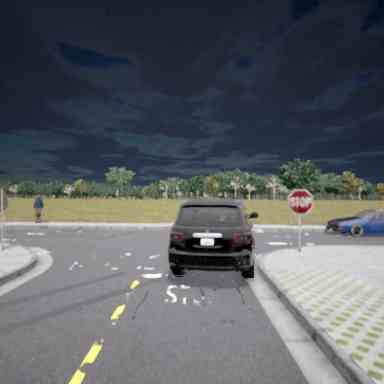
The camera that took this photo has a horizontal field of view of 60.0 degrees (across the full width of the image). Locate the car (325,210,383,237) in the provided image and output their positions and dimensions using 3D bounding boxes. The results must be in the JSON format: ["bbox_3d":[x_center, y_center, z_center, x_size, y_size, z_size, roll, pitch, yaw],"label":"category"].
[{"bbox_3d":[10.277,1.690,18.262,5.357,1.411,2.033,1,0,0],"label":"car"}]

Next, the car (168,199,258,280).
[{"bbox_3d":[0.837,1.219,10.258,2.150,2.045,5.566,0,0,10],"label":"car"}]

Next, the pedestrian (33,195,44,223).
[{"bbox_3d":[-9.710,1.053,21.037,0.375,1.860,0.375,0,-1,0],"label":"pedestrian"}]
